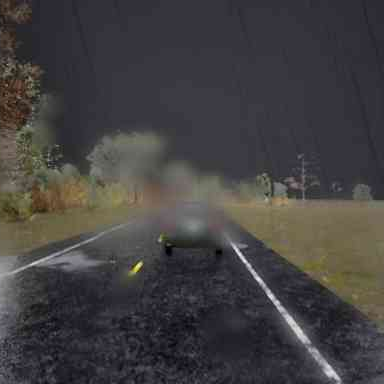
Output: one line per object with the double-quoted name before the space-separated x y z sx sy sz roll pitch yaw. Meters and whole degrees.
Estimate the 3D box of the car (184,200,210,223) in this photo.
"car" 0.469 1.651 28.963 2.097 1.767 4.553 0 -1 2

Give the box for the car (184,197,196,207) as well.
"car" -0.321 2.099 72.792 2.150 2.045 5.566 0 -1 5

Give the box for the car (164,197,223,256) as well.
"car" 0.092 1.356 13.937 2.150 2.045 5.566 0 0 1
